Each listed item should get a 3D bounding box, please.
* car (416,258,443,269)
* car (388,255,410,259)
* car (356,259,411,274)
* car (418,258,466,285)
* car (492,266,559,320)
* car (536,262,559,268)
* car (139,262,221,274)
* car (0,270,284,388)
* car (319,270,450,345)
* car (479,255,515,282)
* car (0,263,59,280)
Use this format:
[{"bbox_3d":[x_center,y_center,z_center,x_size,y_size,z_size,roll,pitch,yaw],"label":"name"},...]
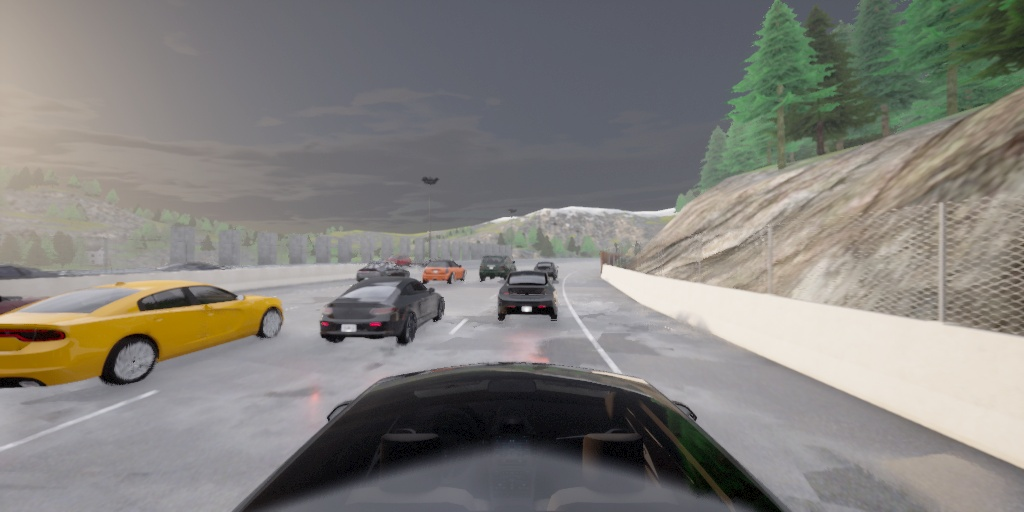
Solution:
[{"bbox_3d":[-12.721,1.167,55.755,1.882,1.535,5.008,0,0,17],"label":"car"},{"bbox_3d":[-18.917,0.895,59.161,2.150,2.045,5.566,0,0,18],"label":"car"},{"bbox_3d":[-8.705,1.208,24.557,2.128,1.511,4.902,0,0,8],"label":"car"},{"bbox_3d":[-4.893,1.077,26.445,2.097,1.767,4.553,0,0,8],"label":"car"},{"bbox_3d":[0.578,1.250,12.560,1.837,1.490,4.892,0,0,4],"label":"car"},{"bbox_3d":[2.940,1.246,30.852,1.837,1.490,4.892,0,0,10],"label":"car"},{"bbox_3d":[-19.788,1.254,22.098,1.994,1.385,4.181,0,0,7],"label":"car"},{"bbox_3d":[-6.722,1.208,7.003,1.882,1.535,5.008,0,0,2],"label":"car"},{"bbox_3d":[-3.129,1.264,9.408,1.812,1.442,4.674,0,0,3],"label":"car"},{"bbox_3d":[-1.048,0.954,28.492,2.150,2.045,5.566,0,0,9],"label":"car"},{"bbox_3d":[-10.245,1.074,5.994,2.097,1.767,4.553,0,0,1],"label":"car"}]
